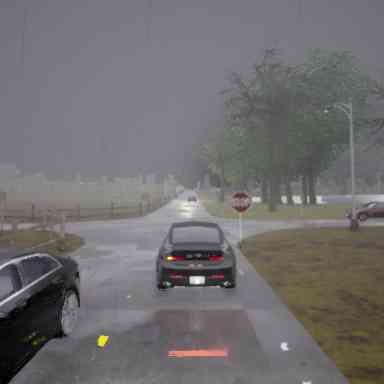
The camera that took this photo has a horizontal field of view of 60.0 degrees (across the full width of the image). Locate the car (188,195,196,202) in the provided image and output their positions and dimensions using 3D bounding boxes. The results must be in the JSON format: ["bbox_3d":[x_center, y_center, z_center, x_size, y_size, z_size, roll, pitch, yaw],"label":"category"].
[{"bbox_3d":[-0.003,1.508,75.881,1.837,1.490,4.892,0,0,0],"label":"car"}]

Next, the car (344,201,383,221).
[{"bbox_3d":[14.075,1.433,25.237,4.674,1.442,1.812,-1,-1,0],"label":"car"}]

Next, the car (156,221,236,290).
[{"bbox_3d":[0.059,1.557,9.257,1.837,1.490,4.892,0,0,-1],"label":"car"}]

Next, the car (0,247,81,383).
[{"bbox_3d":[-2.828,1.513,3.858,2.128,1.511,4.902,0,0,0],"label":"car"}]
